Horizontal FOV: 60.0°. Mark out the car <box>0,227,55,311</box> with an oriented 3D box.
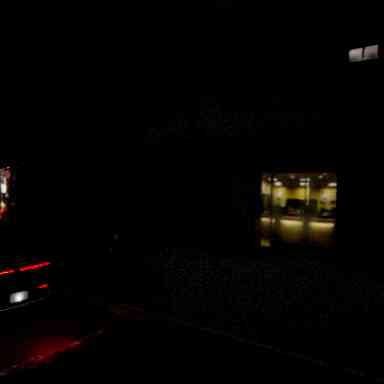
[{"bbox_3d":[-4.789,1.446,6.841,4.892,1.490,1.837,0,0,35],"label":"car"}]
